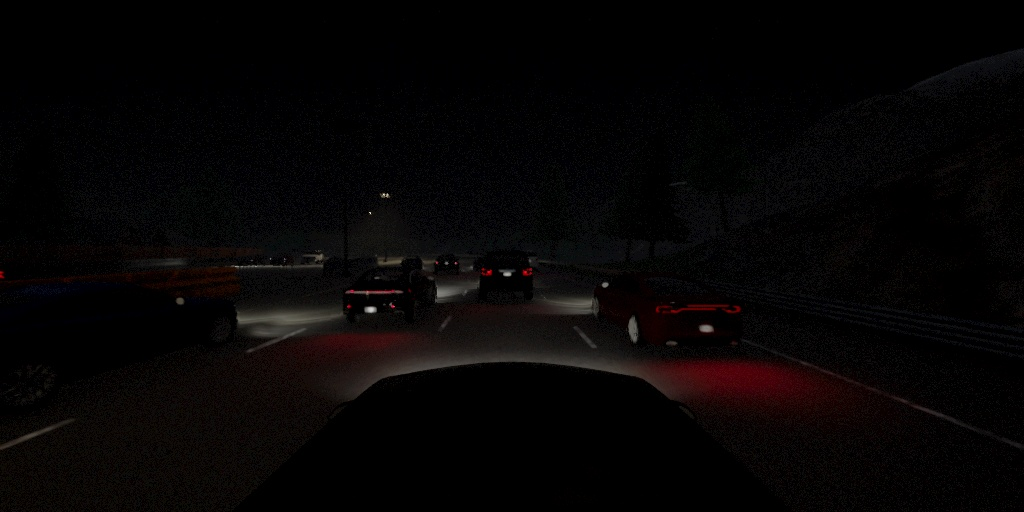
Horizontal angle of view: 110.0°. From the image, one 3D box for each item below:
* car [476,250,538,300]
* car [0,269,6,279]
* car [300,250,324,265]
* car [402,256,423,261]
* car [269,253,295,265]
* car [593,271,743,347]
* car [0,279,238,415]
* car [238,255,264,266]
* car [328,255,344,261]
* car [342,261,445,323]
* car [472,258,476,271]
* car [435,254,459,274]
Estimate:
[{"bbox_3d":[-0.368,0.741,16.342,2.150,2.045,5.566,0,1,-4],"label":"car"},{"bbox_3d":[-17.757,0.849,9.470,2.150,2.045,5.566,0,1,-2],"label":"car"},{"bbox_3d":[-28.703,0.183,51.633,2.150,2.045,5.566,0,1,-17],"label":"car"},{"bbox_3d":[-10.052,0.699,36.082,2.128,1.511,4.902,0,1,-11],"label":"car"},{"bbox_3d":[-31.765,0.347,49.617,2.097,1.767,4.553,0,1,-17],"label":"car"},{"bbox_3d":[3.450,1.112,8.960,1.882,1.535,5.008,0,1,-2],"label":"car"},{"bbox_3d":[-6.983,1.162,5.893,1.882,1.535,5.008,0,1,-1],"label":"car"},{"bbox_3d":[-34.987,0.542,48.252,1.812,1.442,4.674,0,1,-17],"label":"car"},{"bbox_3d":[-24.976,0.511,51.500,2.033,1.411,5.357,0,1,-17],"label":"car"},{"bbox_3d":[-3.643,1.089,11.403,2.128,1.511,4.902,0,1,-2],"label":"car"},{"bbox_3d":[-2.936,0.697,36.135,2.128,1.511,4.902,0,1,-11],"label":"car"},{"bbox_3d":[-5.826,0.619,32.162,2.097,1.767,4.553,0,1,-9],"label":"car"}]
